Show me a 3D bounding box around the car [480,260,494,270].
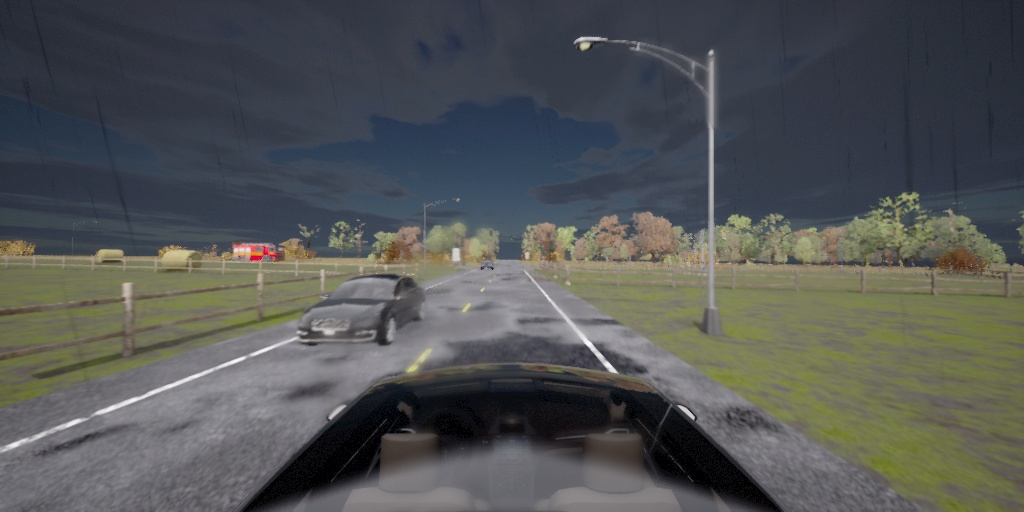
[{"bbox_3d":[-3.511,1.229,51.620,2.033,1.411,5.357,0,0,0],"label":"car"}]

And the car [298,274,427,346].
[{"bbox_3d":[-3.601,1.257,9.510,1.837,1.490,4.892,0,0,0],"label":"car"}]
